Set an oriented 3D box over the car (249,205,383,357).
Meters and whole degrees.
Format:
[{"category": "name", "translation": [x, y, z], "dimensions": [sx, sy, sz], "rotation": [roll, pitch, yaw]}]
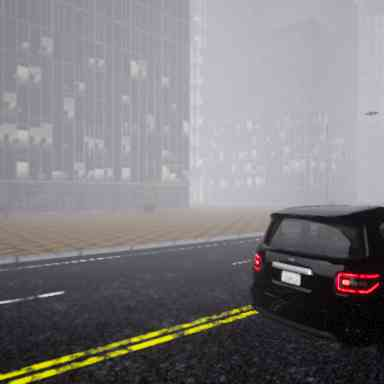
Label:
[{"category": "car", "translation": [3.500, 1.255, 6.095], "dimensions": [5.566, 2.045, 2.150], "rotation": [0, 0, -36]}]
